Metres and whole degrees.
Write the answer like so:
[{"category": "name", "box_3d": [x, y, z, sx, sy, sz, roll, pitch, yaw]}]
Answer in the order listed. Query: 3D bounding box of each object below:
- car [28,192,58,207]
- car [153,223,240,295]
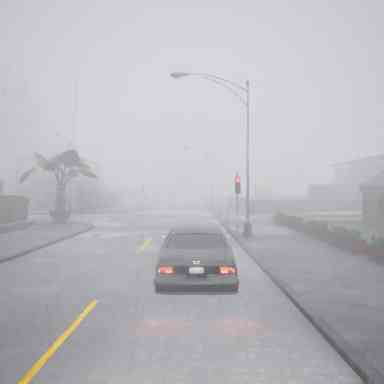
[{"category": "car", "box_3d": [-19.744, 0.985, 43.924, 1.905, 1.878, 3.866, 0, 0, 35]}, {"category": "car", "box_3d": [0.100, 1.547, 8.879, 2.033, 1.411, 5.357, 0, 0, 0]}]
